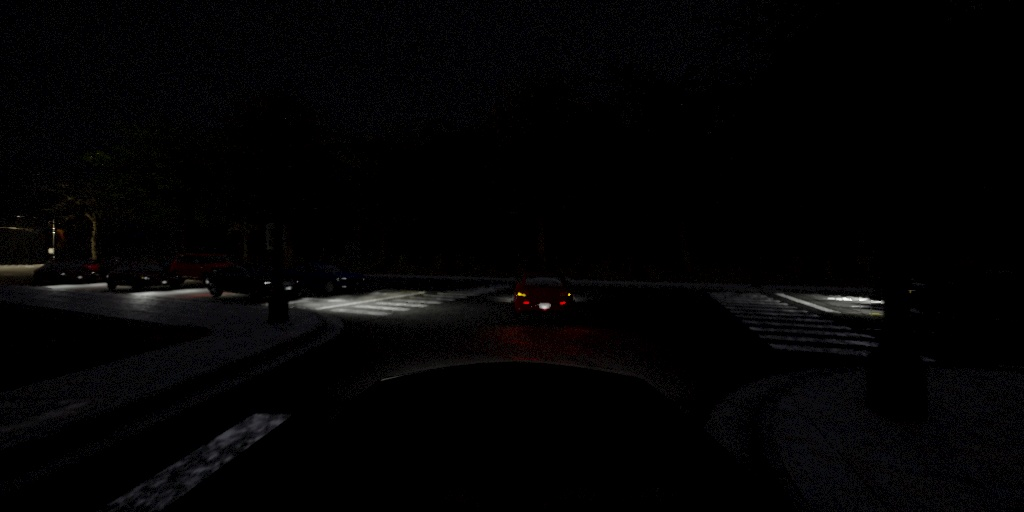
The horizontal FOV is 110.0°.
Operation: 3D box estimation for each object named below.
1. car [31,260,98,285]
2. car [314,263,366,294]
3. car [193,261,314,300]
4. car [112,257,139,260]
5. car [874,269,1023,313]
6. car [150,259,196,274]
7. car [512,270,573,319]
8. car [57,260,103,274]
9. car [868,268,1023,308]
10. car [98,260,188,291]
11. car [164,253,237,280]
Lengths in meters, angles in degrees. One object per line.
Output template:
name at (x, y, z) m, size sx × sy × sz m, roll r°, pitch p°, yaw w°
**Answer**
car at (-30.662, 1.128, 24.568) m, size 4.674 × 1.442 × 1.812 m, roll 0°, pitch 0°, yaw 23°
car at (-10.232, 1.126, 19.467) m, size 5.008 × 1.535 × 1.882 m, roll 0°, pitch 0°, yaw 24°
car at (-12.049, 1.140, 16.709) m, size 4.902 × 1.511 × 2.128 m, roll 0°, pitch 0°, yaw 23°
car at (-29.523, 1.077, 27.612) m, size 5.008 × 1.535 × 1.882 m, roll 0°, pitch 0°, yaw 23°
car at (15.793, 1.216, 12.248) m, size 4.674 × 1.442 × 1.812 m, roll 0°, pitch 0°, yaw 23°
car at (-35.167, 1.095, 37.187) m, size 4.674 × 1.442 × 1.812 m, roll 0°, pitch 0°, yaw 23°
car at (0.986, 1.209, 12.387) m, size 1.812 × 1.442 × 4.674 m, roll 0°, pitch 1°, yaw 2°
car at (-45.923, 1.099, 38.141) m, size 4.181 × 1.385 × 1.994 m, roll 0°, pitch 0°, yaw 23°
car at (18.003, 1.253, 14.845) m, size 4.181 × 1.385 × 1.994 m, roll 0°, pitch 0°, yaw 23°
car at (-21.164, 1.152, 20.549) m, size 4.674 × 1.442 × 1.812 m, roll 0°, pitch 0°, yaw 23°
car at (-19.841, 0.846, 23.514) m, size 5.566 × 2.045 × 2.150 m, roll 0°, pitch 0°, yaw 23°
